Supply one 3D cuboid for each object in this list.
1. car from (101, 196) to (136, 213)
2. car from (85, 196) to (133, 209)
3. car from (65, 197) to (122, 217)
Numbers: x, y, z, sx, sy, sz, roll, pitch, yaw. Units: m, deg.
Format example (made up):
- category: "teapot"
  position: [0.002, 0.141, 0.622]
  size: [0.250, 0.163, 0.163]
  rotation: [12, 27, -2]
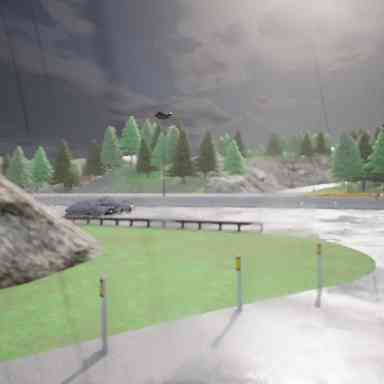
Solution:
- category: "car"
  position: [-7.521, 1.210, 30.581]
  size: [4.902, 1.511, 2.128]
  rotation: [0, 1, 23]
- category: "car"
  position: [-9.800, 1.178, 39.133]
  size: [5.357, 1.411, 2.033]
  rotation: [0, 1, 23]
- category: "car"
  position: [-8.214, 1.331, 27.077]
  size: [4.181, 1.385, 1.994]
  rotation: [0, 1, 23]
